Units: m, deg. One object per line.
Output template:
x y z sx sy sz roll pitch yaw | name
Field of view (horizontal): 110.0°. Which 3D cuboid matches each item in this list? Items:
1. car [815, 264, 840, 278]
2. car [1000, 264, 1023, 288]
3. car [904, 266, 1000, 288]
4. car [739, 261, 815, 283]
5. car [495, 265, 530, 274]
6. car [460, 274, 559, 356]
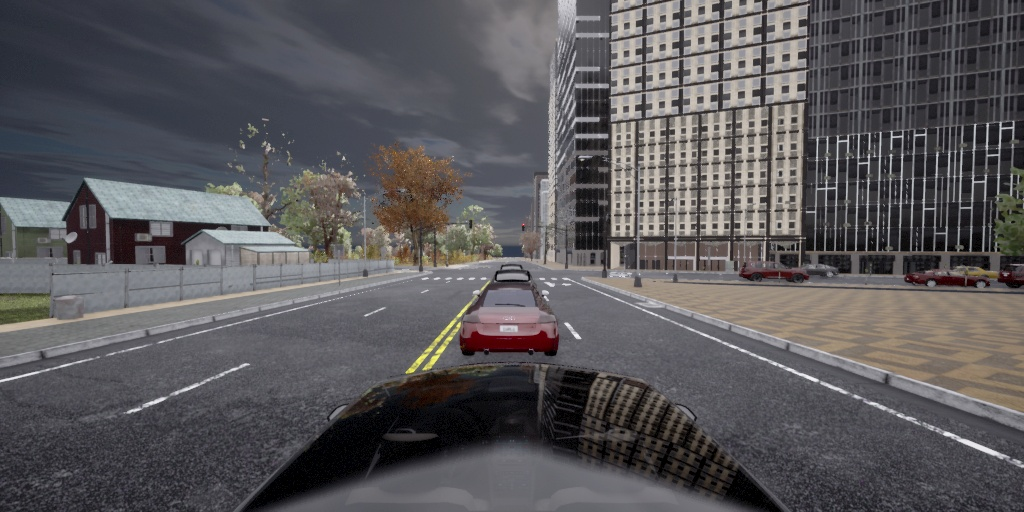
31.000 1.468 37.158 4.403 1.370 2.007 0 0 20 | car
38.951 1.530 25.873 5.009 1.841 2.192 0 0 20 | car
33.626 1.715 27.815 4.507 1.381 1.888 0 0 20 | car
22.974 1.393 31.699 5.009 1.841 2.192 0 0 20 | car
0.028 1.250 14.007 1.837 1.490 4.892 0 0 0 | car
-0.033 1.311 8.622 1.994 1.385 4.181 0 0 1 | car
